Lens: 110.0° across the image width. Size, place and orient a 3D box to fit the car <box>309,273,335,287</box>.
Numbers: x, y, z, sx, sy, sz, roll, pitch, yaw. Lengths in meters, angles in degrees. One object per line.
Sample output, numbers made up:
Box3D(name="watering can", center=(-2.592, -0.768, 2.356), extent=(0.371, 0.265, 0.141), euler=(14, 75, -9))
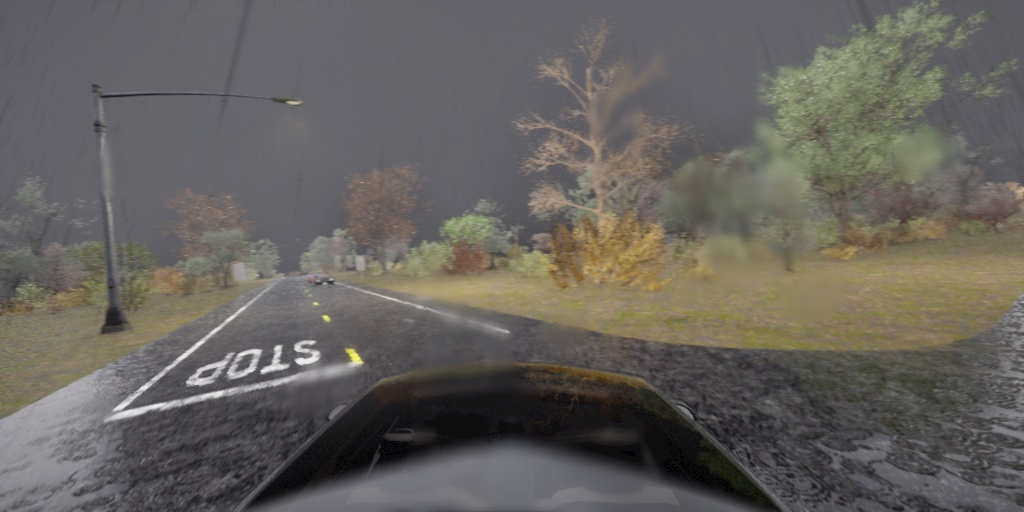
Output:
Box3D(name="car", center=(-20.533, 2.613, 38.967), extent=(1.895, 1.301, 4.718), euler=(-4, 0, -31))

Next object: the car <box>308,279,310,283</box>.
Box3D(name="car", center=(-26.134, 2.947, 48.108), extent=(1.994, 1.385, 4.181), euler=(-4, 0, -31))
